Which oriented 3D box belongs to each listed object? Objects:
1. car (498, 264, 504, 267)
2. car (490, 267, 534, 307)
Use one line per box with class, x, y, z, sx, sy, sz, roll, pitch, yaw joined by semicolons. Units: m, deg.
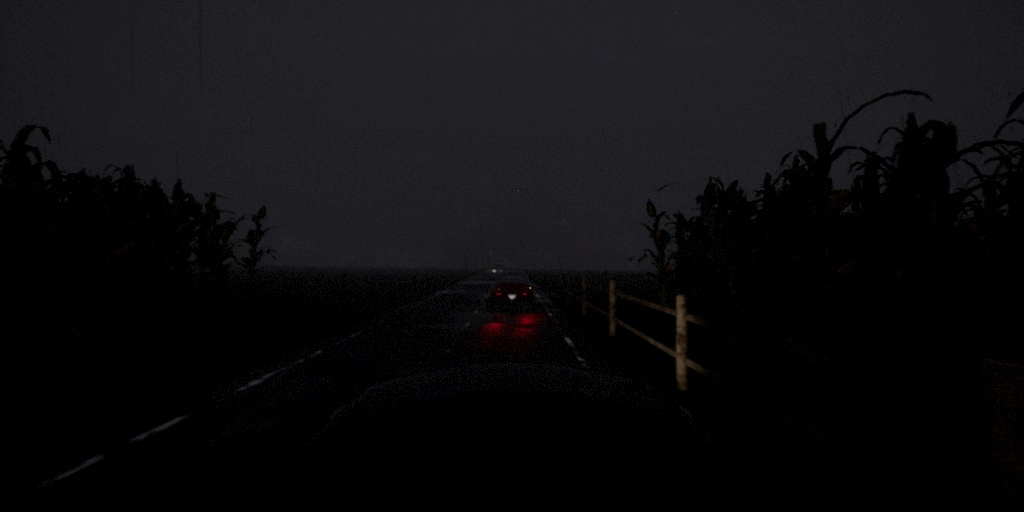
car;0.003;1.640;30.960;1.895;1.301;4.718;0;-1;0
car;0.005;1.415;16.244;1.812;1.442;4.674;0;0;0
